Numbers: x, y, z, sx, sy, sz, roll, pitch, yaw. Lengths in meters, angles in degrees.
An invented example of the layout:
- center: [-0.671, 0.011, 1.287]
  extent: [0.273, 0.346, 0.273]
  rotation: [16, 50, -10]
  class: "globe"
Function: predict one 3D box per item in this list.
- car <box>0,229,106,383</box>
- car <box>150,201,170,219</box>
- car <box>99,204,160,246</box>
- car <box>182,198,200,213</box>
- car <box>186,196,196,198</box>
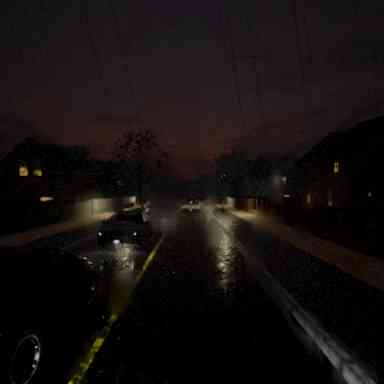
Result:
- center: [-2.867, 1.552, 5.018]
  extent: [1.994, 1.385, 4.181]
  rotation: [0, 0, -1]
  class: "car"
- center: [-2.918, 1.497, 28.673]
  extent: [1.812, 1.442, 4.674]
  rotation: [0, 0, 0]
  class: "car"
- center: [-2.892, 1.516, 15.440]
  extent: [2.033, 1.411, 5.357]
  rotation: [0, 0, 0]
  class: "car"
- center: [-0.107, 1.588, 36.275]
  extent: [1.895, 1.301, 4.718]
  rotation: [0, 0, 0]
  class: "car"
- center: [-0.175, 1.375, 47.397]
  extent: [2.097, 1.767, 4.553]
  rotation: [0, 0, -1]
  class: "car"
